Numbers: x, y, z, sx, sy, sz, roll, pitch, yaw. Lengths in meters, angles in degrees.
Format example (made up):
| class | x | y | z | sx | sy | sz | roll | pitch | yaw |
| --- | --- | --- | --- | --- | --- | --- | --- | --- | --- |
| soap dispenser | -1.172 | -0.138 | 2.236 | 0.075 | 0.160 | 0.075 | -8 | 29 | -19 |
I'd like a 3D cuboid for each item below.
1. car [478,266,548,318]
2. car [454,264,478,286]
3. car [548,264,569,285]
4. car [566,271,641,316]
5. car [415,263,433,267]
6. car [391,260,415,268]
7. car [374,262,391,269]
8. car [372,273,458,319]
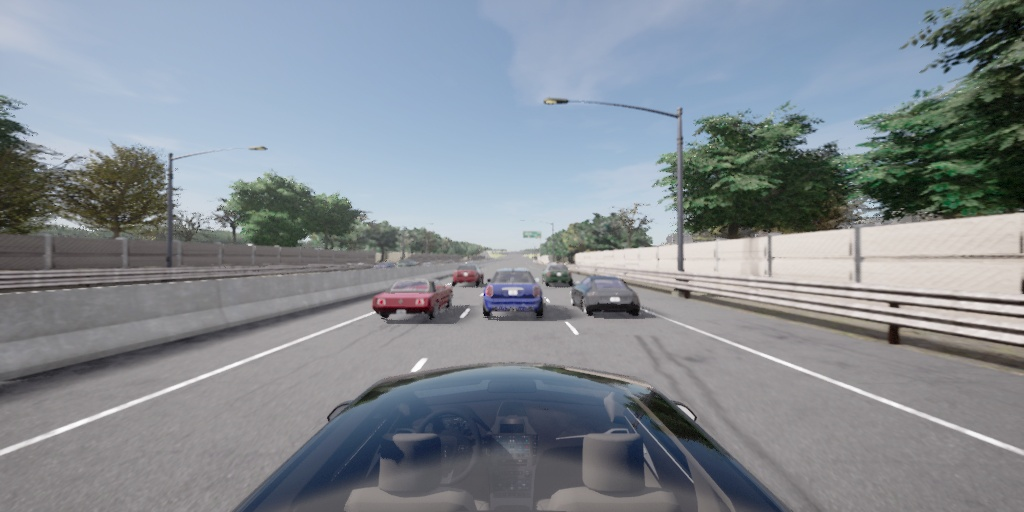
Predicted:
| class | x | y | z | sx | sy | sz | roll | pitch | yaw |
| --- | --- | --- | --- | --- | --- | --- | --- | --- | --- |
| car | 0.048 | 1.256 | 13.997 | 2.097 | 1.767 | 4.553 | 0 | -1 | 0 |
| car | -3.449 | 1.434 | 28.996 | 2.097 | 1.767 | 4.553 | 0 | -1 | 0 |
| car | 3.551 | 1.435 | 28.991 | 2.097 | 1.767 | 4.553 | 0 | -1 | 0 |
| car | 3.549 | 1.473 | 14.293 | 1.994 | 1.385 | 4.181 | 0 | -1 | 1 |
| car | -14.040 | 1.875 | 59.191 | 1.882 | 1.535 | 5.008 | 0 | -1 | 1 |
| car | -17.534 | 1.618 | 59.137 | 2.150 | 2.045 | 5.566 | 0 | -1 | 1 |
| car | -21.032 | 1.750 | 59.246 | 2.097 | 1.767 | 4.553 | 0 | -1 | 1 |
| car | -3.456 | 1.499 | 13.483 | 1.895 | 1.301 | 4.718 | 0 | -1 | 1 |
